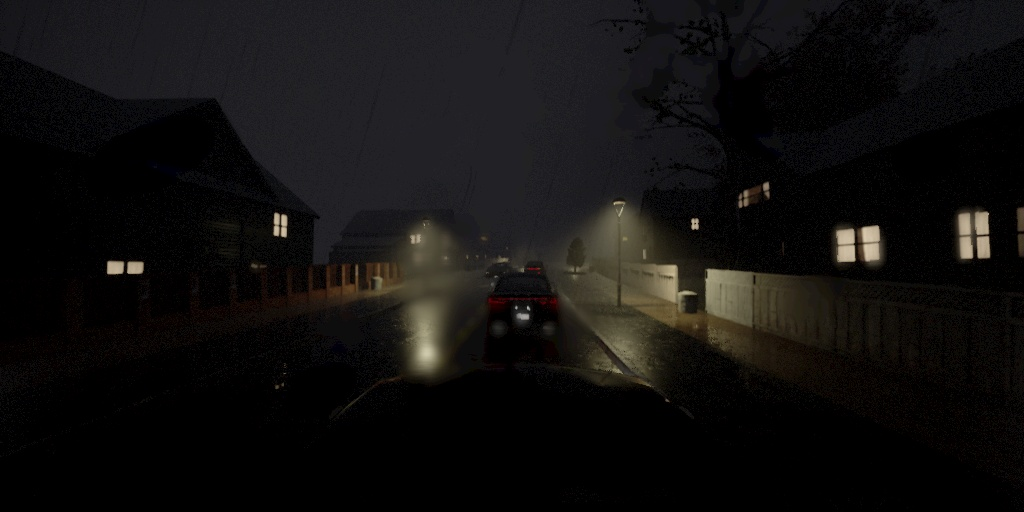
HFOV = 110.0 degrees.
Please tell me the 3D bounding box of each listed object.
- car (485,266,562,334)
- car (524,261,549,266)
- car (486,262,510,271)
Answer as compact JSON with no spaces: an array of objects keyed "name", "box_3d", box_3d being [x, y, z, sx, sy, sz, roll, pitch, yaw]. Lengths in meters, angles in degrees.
[{"name":"car","box_3d":[0.346,1.212,10.567,1.882,1.535,5.008,0,0,2]},{"name":"car","box_3d":[2.103,1.181,31.525,1.837,1.490,4.892,0,0,7]},{"name":"car","box_3d":[-0.973,1.242,30.862,2.033,1.411,5.357,0,0,7]}]
